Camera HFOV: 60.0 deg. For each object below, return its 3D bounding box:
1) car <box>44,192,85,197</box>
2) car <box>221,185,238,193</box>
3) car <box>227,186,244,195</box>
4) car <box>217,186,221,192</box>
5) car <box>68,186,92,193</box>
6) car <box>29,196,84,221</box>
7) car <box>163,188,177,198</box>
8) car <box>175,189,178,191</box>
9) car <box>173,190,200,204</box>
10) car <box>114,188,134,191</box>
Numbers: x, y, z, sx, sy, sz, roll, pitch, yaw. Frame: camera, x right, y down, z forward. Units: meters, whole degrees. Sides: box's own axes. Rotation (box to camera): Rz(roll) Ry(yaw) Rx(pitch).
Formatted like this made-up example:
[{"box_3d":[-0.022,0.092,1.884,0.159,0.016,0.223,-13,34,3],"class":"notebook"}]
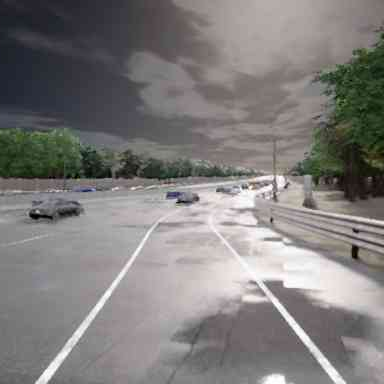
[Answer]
[{"box_3d":[-12.066,1.066,29.679,2.128,1.511,4.902,1,2,18],"class":"car"},{"box_3d":[9.422,-0.424,84.074,2.033,1.411,5.357,1,2,18],"class":"car"},{"box_3d":[9.571,-0.083,73.147,1.812,1.442,4.674,1,2,18],"class":"car"},{"box_3d":[8.277,-0.906,91.948,2.097,1.767,4.553,1,2,18],"class":"car"},{"box_3d":[-22.162,-0.239,66.125,2.150,2.045,5.566,1,2,18],"class":"car"},{"box_3d":[-9.979,1.277,24.816,1.994,1.385,4.181,1,2,18],"class":"car"},{"box_3d":[-2.800,0.282,57.790,1.882,1.535,5.008,1,2,18],"class":"car"},{"box_3d":[-0.708,0.545,52.951,1.895,1.301,4.718,1,2,18],"class":"car"},{"box_3d":[-0.388,0.794,42.743,1.994,1.385,4.181,1,2,18],"class":"car"},{"box_3d":[-12.149,0.142,63.019,2.128,1.511,4.902,1,2,19],"class":"car"}]
